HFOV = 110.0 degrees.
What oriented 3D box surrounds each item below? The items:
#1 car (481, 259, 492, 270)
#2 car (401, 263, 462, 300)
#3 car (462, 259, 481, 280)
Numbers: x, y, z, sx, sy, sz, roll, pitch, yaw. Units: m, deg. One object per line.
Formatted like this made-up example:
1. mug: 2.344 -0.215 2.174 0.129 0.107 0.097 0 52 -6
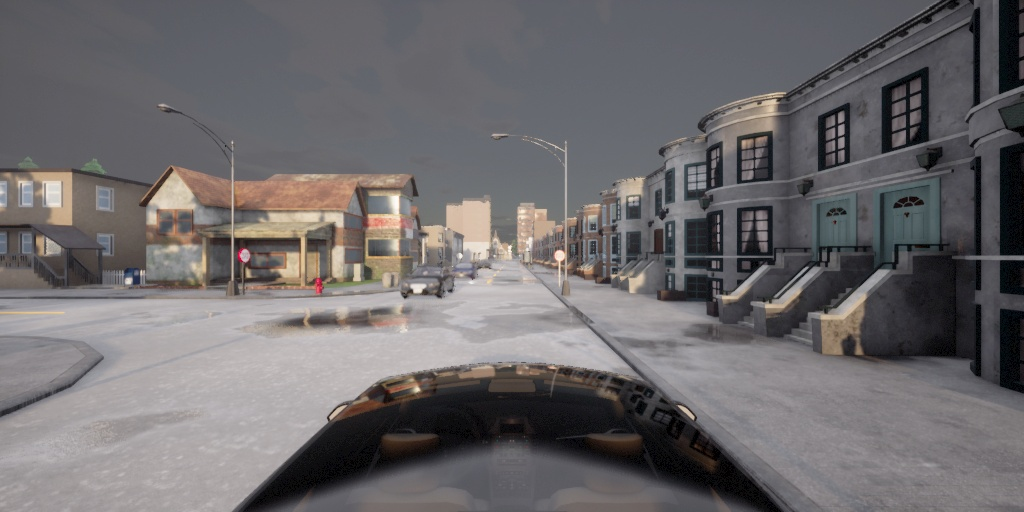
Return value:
1. car: -3.933 1.255 51.430 1.837 1.490 4.892 0 0 0
2. car: -4.062 1.242 17.930 2.128 1.511 4.902 0 0 0
3. car: -4.022 1.276 30.918 1.812 1.442 4.674 0 0 0
